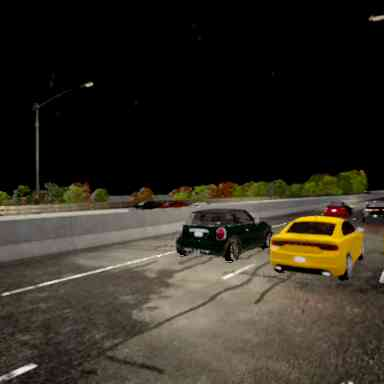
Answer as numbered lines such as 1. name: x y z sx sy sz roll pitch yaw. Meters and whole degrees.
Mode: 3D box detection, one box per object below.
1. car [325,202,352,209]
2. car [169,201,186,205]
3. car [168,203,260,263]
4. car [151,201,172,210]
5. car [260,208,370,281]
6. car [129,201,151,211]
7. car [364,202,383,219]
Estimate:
1. car: 13.484 1.581 30.592 1.994 1.385 4.181 0 0 34
2. car: 0.362 1.702 30.222 1.895 1.301 4.718 0 0 34
3. car: 1.403 1.388 12.552 2.097 1.767 4.553 0 0 34
4. car: -1.677 1.651 33.465 1.812 1.442 4.674 0 0 34
5. car: 4.012 1.489 10.155 1.882 1.535 5.008 0 0 34
6. car: -4.600 1.676 35.388 1.812 1.442 4.674 0 0 34
7. car: 14.337 1.487 25.576 2.128 1.511 4.902 0 0 34
